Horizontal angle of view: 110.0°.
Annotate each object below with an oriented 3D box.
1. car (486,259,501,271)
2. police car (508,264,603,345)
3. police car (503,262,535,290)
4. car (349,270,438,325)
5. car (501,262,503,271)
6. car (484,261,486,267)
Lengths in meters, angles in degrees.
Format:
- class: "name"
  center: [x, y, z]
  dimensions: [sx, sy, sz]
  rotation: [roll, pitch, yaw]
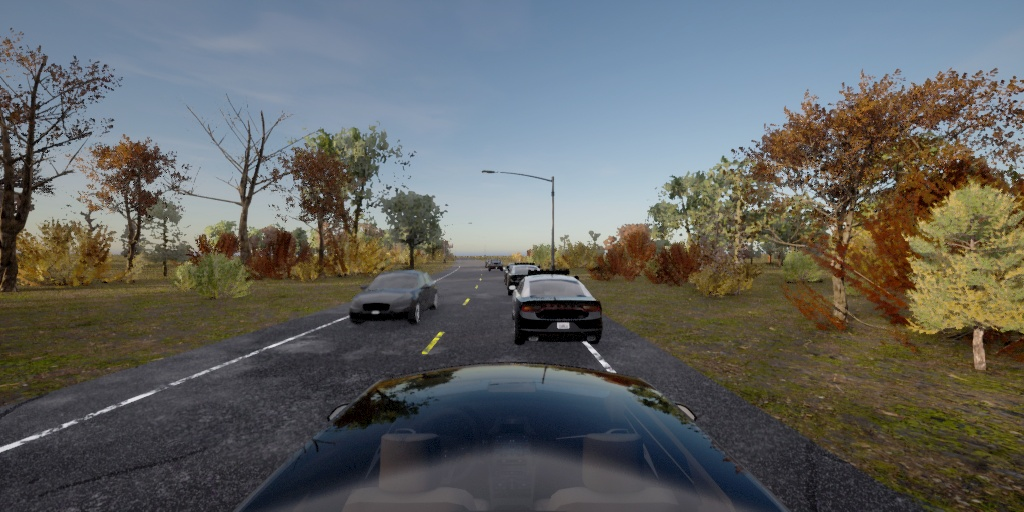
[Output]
- class: "car"
  center: [-2.184, 1.234, 47.321]
  dimensions: [1.837, 1.490, 4.892]
  rotation: [0, 0, -5]
- class: "police car"
  center: [0.967, 1.174, 9.681]
  dimensions: [1.930, 1.638, 5.238]
  rotation: [0, 0, -1]
- class: "police car"
  center: [0.674, 1.170, 19.732]
  dimensions: [1.930, 1.638, 5.238]
  rotation: [0, 0, -2]
- class: "car"
  center: [-3.688, 1.253, 11.959]
  dimensions: [1.837, 1.490, 4.892]
  rotation: [0, 0, -1]
- class: "car"
  center: [0.405, 1.217, 25.650]
  dimensions: [1.882, 1.535, 5.008]
  rotation: [0, 0, -3]
- class: "car"
  center: [-3.535, 1.209, 60.211]
  dimensions: [2.128, 1.511, 4.902]
  rotation: [0, 0, -7]
